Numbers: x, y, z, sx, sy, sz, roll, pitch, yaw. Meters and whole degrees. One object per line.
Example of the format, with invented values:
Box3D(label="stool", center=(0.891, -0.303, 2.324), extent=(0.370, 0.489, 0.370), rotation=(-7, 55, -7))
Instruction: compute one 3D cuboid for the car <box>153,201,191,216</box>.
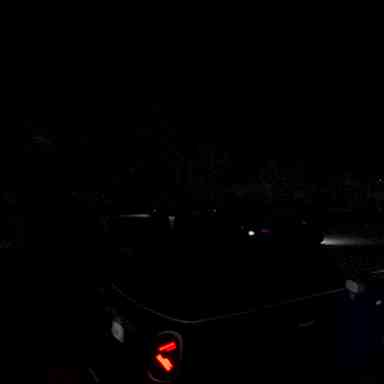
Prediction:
Box3D(label="car", center=(-2.009, 1.812, 36.946), extent=(4.892, 1.490, 1.837), rotation=(1, -1, -35))

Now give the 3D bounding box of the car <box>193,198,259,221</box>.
Box3D(label="car", center=(3.165, 1.511, 27.740), extent=(5.566, 2.045, 2.150), rotation=(1, -1, -35))

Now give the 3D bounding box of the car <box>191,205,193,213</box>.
Box3D(label="car", center=(2.746, 1.851, 36.036), extent=(4.902, 1.511, 2.128), rotation=(1, -1, -35))

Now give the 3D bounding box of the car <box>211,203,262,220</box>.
Box3D(label="car", center=(4.449, 1.845, 32.952), extent=(4.902, 1.511, 2.128), rotation=(1, -1, -35))

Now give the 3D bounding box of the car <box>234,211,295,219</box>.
Box3D(label="car", center=(4.158, 1.754, 15.308), extent=(4.181, 1.385, 1.994), rotation=(1, -1, -35))

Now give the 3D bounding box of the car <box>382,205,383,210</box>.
Box3D(label="car", center=(35.731, 2.546, 59.438), extent=(4.181, 1.385, 1.994), rotation=(1, -1, -35))

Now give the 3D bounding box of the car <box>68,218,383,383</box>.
Box3D(label="car", center=(1.008, 1.403, 4.464), extent=(4.553, 1.767, 2.097), rotation=(1, -1, -35))

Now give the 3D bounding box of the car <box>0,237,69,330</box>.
Box3D(label="car", center=(-2.650, 1.567, 6.153), extent=(5.357, 1.411, 2.033), rotation=(1, -1, -35))

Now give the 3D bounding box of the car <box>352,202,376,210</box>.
Box3D(label="car", center=(31.417, 2.492, 60.661), extent=(5.357, 1.411, 2.033), rotation=(1, -1, -35))
